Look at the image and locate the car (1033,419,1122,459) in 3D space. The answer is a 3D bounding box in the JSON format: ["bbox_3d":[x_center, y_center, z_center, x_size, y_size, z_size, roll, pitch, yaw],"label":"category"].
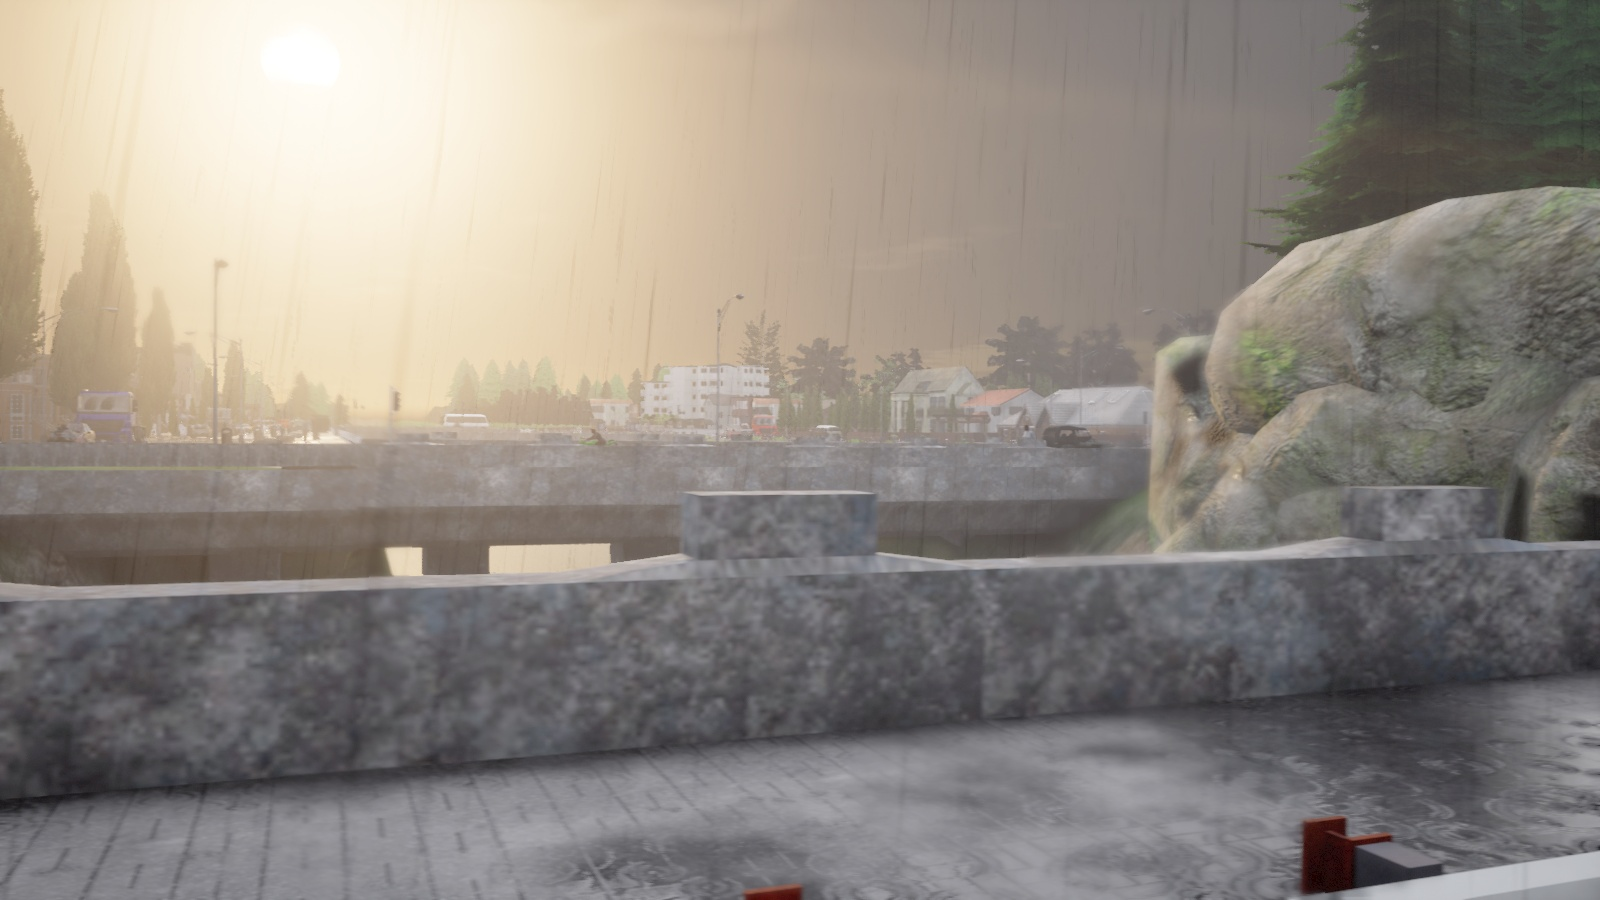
[{"bbox_3d":[13.684,-0.561,61.893,3.866,1.878,1.905,-1,1,-21],"label":"car"}]

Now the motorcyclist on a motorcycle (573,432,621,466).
[{"bbox_3d":[-9.281,-0.055,57.481,2.044,1.523,0.797,-1,1,-21],"label":"motorcyclist on a motorcycle"}]

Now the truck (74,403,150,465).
[{"bbox_3d":[-41.152,-0.965,75.349,2.891,3.462,7.936,-1,1,-21],"label":"truck"}]

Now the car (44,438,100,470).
[{"bbox_3d":[-36.445,0.181,62.980,1.845,1.501,3.633,-1,1,-21],"label":"car"}]

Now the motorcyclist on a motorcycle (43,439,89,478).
[{"bbox_3d":[-29.643,0.328,50.677,2.191,1.530,0.866,0,0,39],"label":"motorcyclist on a motorcycle"}]
